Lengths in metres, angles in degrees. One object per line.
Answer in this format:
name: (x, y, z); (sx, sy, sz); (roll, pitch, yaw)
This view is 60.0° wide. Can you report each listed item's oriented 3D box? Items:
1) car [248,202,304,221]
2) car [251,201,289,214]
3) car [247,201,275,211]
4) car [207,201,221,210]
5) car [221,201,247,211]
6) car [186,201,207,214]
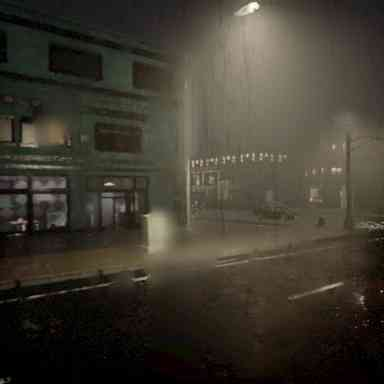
car: (7.476, 1.832, 29.407); (1.947, 1.339, 4.313); (-1, 0, -35)
car: (9.570, 1.834, 41.133); (2.008, 1.369, 4.403); (-1, 0, -35)
car: (8.325, 1.815, 32.905); (2.033, 1.411, 5.357); (-1, 0, -35)
car: (3.156, 1.990, 50.155); (1.802, 1.307, 4.206); (-1, 0, -35)
car: (6.363, 1.928, 45.644); (1.802, 1.307, 4.206); (-1, 0, -35)
car: (-0.469, 1.864, 40.786); (1.967, 1.590, 4.097); (-1, 0, -35)
